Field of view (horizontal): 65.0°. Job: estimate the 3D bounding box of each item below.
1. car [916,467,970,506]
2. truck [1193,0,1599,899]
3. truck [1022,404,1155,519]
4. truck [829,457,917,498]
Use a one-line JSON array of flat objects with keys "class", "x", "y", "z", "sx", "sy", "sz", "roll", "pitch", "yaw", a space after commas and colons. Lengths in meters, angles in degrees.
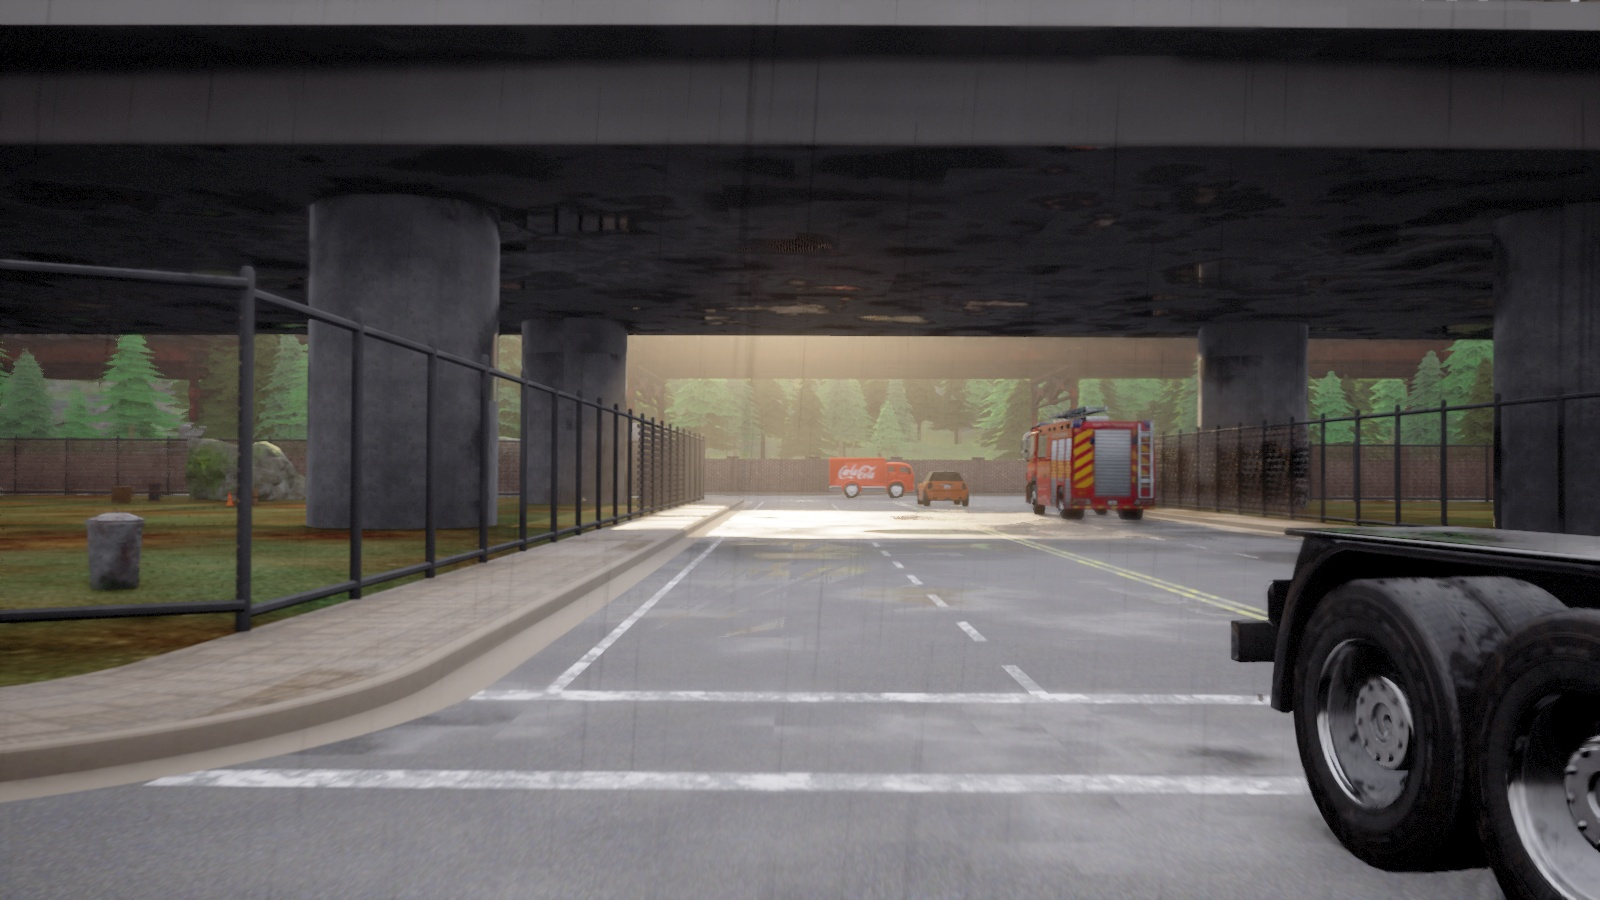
[{"class": "car", "x": 6.855, "y": 1.732, "z": 60.637, "sx": 2.097, "sy": 1.767, "sz": 4.553, "roll": 0, "pitch": -1, "yaw": 0}, {"class": "truck", "x": 3.960, "y": -0.142, "z": 2.553, "sx": 2.891, "sy": 3.462, "sz": 7.936, "roll": 0, "pitch": -1, "yaw": -8}, {"class": "truck", "x": 10.386, "y": 0.443, "z": 46.130, "sx": 2.891, "sy": 3.827, "sz": 8.468, "roll": 0, "pitch": -1, "yaw": 0}, {"class": "truck", "x": 4.376, "y": 1.657, "z": 75.959, "sx": 5.204, "sy": 2.467, "sz": 2.627, "roll": 0, "pitch": -1, "yaw": 1}]
